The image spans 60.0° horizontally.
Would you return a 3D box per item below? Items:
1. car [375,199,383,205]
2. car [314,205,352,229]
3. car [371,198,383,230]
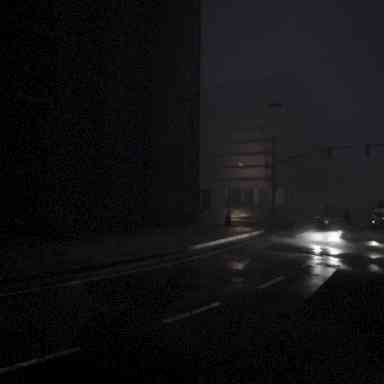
[{"bbox_3d":[45.260,2.350,79.728,1.812,1.442,4.674,0,0,19],"label":"car"},{"bbox_3d":[10.082,1.709,23.591,2.128,1.511,4.902,0,-1,34],"label":"car"},{"bbox_3d":[13.543,1.465,22.461,2.150,2.045,5.566,0,-1,34],"label":"car"}]
